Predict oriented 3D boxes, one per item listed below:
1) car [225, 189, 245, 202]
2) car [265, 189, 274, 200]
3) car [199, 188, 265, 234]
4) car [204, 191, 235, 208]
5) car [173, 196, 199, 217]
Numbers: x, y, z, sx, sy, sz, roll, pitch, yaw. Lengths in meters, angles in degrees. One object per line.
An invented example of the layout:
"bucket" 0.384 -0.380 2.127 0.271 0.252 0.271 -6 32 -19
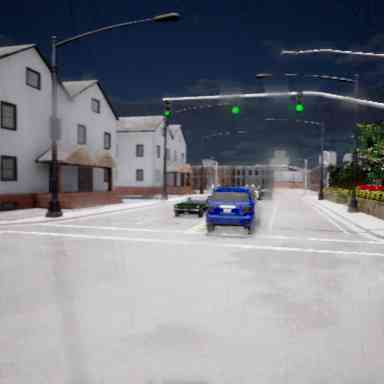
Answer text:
"car" 5.536 0.398 42.493 1.837 1.490 4.892 1 2 16
"car" 10.399 0.337 46.668 1.837 1.490 4.892 1 2 15
"car" 2.204 0.807 16.528 2.150 2.045 5.566 1 2 15
"car" 2.788 0.684 32.664 2.033 1.411 5.357 1 2 16
"car" 0.226 0.970 23.338 1.895 1.301 4.718 1 2 15
